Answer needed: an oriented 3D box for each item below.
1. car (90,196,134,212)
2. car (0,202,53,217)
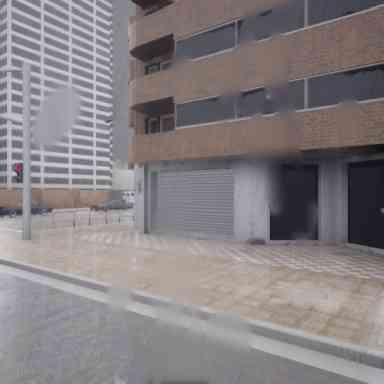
[{"bbox_3d":[-9.423,1.547,39.464,2.033,1.411,5.357,0,0,36],"label":"car"},{"bbox_3d":[-15.582,1.601,31.009,1.895,1.301,4.718,0,0,36],"label":"car"}]
